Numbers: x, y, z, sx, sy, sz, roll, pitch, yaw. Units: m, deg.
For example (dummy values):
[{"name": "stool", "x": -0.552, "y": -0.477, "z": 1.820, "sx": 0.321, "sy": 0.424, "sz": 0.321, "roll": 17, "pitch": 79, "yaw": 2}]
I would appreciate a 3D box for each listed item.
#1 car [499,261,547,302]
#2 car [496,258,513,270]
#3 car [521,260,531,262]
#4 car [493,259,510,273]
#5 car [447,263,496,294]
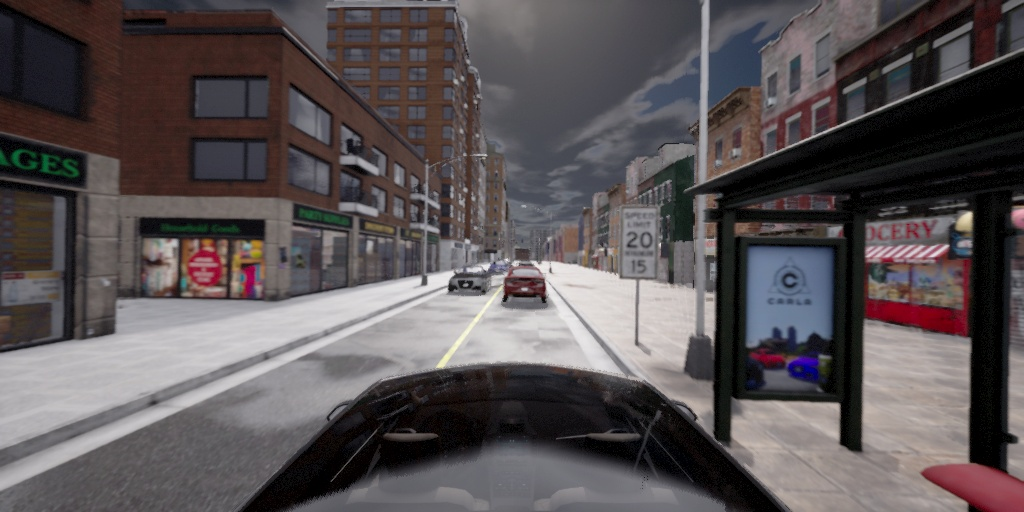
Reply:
[{"name": "car", "x": 0.615, "y": 1.225, "z": 17.232, "sx": 1.882, "sy": 1.535, "sz": 5.008, "roll": 1, "pitch": 0, "yaw": 2}, {"name": "car", "x": -0.963, "y": 1.124, "z": 51.051, "sx": 2.128, "sy": 1.511, "sz": 4.902, "roll": 1, "pitch": 0, "yaw": 2}, {"name": "car", "x": 1.568, "y": 1.246, "z": 42.557, "sx": 1.837, "sy": 1.490, "sz": 4.892, "roll": 1, "pitch": 0, "yaw": 2}, {"name": "car", "x": -1.410, "y": 1.241, "z": 39.259, "sx": 1.812, "sy": 1.442, "sz": 4.674, "roll": 1, "pitch": 0, "yaw": 2}, {"name": "car", "x": -2.239, "y": 1.254, "z": 19.827, "sx": 1.994, "sy": 1.385, "sz": 4.181, "roll": 1, "pitch": 0, "yaw": 2}]
